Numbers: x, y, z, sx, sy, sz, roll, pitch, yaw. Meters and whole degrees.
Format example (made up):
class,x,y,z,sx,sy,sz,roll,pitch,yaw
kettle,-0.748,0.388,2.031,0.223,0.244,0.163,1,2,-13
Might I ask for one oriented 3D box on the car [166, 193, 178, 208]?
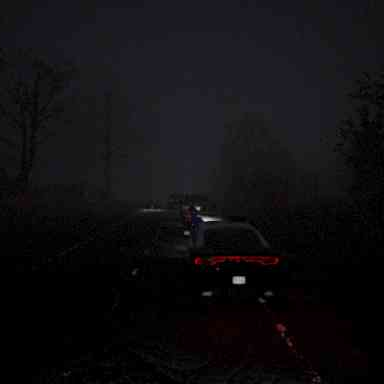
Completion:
class,x,y,z,sx,sy,sz,roll,pitch,yaw
car,-2.094,1.140,45.339,2.150,2.045,5.566,0,0,-5

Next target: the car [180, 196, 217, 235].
class,x,y,z,sx,sy,sz,roll,pitch,yaw
car,0.525,1.315,18.589,2.097,1.767,4.553,0,0,-2

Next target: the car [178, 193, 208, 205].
class,x,y,z,sx,sy,sz,roll,pitch,yaw
car,0.250,1.177,24.672,2.150,2.045,5.566,0,0,-3

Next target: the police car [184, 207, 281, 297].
class,x,y,z,sx,sy,sz,roll,pitch,yaw
police car,0.814,1.408,8.685,1.930,1.638,5.238,0,0,-1

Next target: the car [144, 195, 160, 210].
class,x,y,z,sx,sy,sz,roll,pitch,yaw
car,-5.031,1.471,42.609,2.033,1.411,5.357,0,0,-5

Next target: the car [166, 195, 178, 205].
class,x,y,z,sx,sy,sz,roll,pitch,yaw
car,-3.590,1.400,59.350,1.837,1.490,4.892,0,0,-8
